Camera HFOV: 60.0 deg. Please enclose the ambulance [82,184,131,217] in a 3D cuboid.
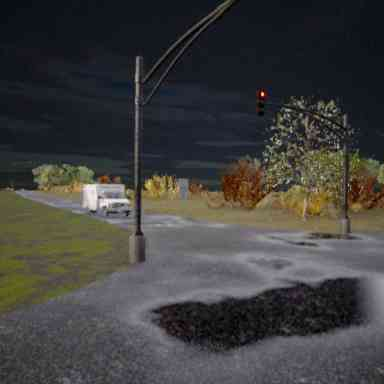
[{"bbox_3d":[-6.937,0.618,26.949,2.351,2.431,6.366,1,0,-32],"label":"ambulance"}]
